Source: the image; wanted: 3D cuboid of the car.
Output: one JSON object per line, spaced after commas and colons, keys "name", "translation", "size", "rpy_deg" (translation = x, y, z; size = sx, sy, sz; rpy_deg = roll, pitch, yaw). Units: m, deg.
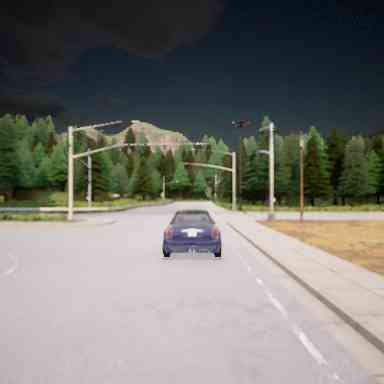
{"name": "car", "translation": [0.020, 1.474, 13.405], "size": [2.097, 1.767, 4.553], "rpy_deg": [0, -1, 0]}
